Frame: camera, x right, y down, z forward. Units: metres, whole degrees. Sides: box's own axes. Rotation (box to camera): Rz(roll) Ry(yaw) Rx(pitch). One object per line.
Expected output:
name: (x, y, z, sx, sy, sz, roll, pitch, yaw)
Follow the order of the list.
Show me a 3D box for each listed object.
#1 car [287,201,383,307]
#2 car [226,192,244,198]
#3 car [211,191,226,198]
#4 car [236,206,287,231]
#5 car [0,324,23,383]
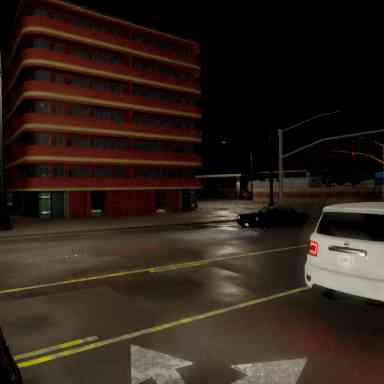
car: (4.775, 1.218, 7.134, 5.566, 2.045, 2.150, 0, 0, -35)
car: (11.384, 0.818, 85.098, 3.806, 1.475, 1.970, -1, 1, -35)
car: (7.417, 0.671, 89.324, 4.611, 1.667, 2.242, -1, 1, -35)
car: (4.956, 1.564, 20.324, 4.718, 1.301, 1.895, 0, 0, -35)
car: (-3.667, 1.222, 1.136, 5.566, 2.045, 2.150, 0, 0, -35)
